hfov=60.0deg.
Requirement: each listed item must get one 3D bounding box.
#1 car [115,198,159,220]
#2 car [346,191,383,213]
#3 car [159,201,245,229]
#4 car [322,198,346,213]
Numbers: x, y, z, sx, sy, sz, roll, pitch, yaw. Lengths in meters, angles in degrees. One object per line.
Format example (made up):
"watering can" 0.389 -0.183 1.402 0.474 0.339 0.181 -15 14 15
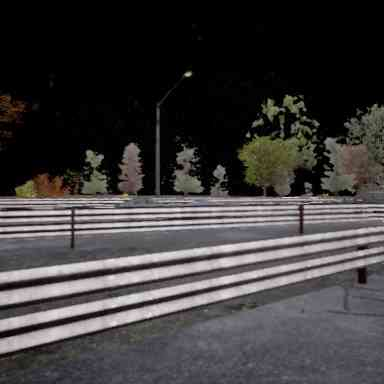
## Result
"car" -3.335 1.214 24.804 4.892 1.490 1.837 0 0 -24
"car" 17.025 0.976 29.962 5.566 2.045 2.150 0 0 -23
"car" 0.797 1.239 18.989 4.674 1.442 1.812 0 0 -24
"car" 15.315 1.303 33.029 5.357 1.411 2.033 0 0 -23
